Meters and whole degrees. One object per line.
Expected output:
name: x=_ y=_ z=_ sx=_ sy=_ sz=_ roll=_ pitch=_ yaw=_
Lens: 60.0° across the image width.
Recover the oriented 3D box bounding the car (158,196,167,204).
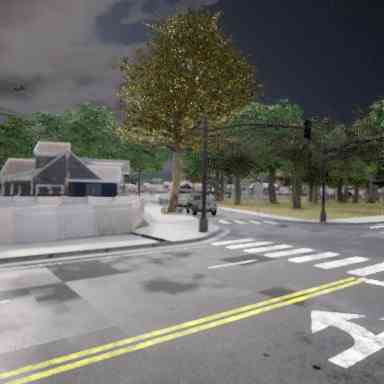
car: x=-4.850 y=1.394 z=58.614 sx=1.812 sy=1.442 sz=4.674 roll=1 pitch=0 yaw=-12

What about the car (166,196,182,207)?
car: x=-1.822 y=1.467 z=44.592 sx=1.994 sy=1.385 sz=4.181 roll=1 pitch=0 yaw=-11

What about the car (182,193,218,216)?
car: x=0.855 y=1.159 z=32.376 sx=2.150 sy=2.045 sz=5.566 roll=1 pitch=0 yaw=-11
